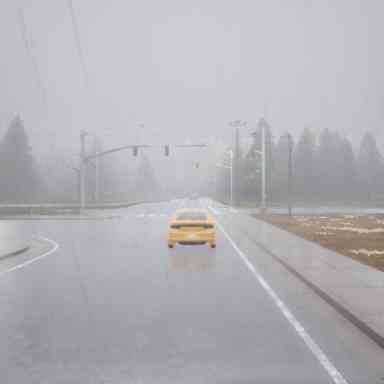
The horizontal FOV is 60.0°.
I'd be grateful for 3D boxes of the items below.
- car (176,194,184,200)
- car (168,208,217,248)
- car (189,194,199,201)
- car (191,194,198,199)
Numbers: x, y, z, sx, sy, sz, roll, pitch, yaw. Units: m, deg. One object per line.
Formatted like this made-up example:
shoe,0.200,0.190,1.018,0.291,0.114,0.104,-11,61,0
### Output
car,-3.106,1.331,85.362,2.033,1.411,5.357,0,0,2
car,0.007,1.458,14.650,1.882,1.535,5.008,0,0,0
car,0.227,1.369,80.042,2.033,1.411,5.357,0,0,2
car,0.737,1.254,93.977,1.837,1.490,4.892,0,0,2
